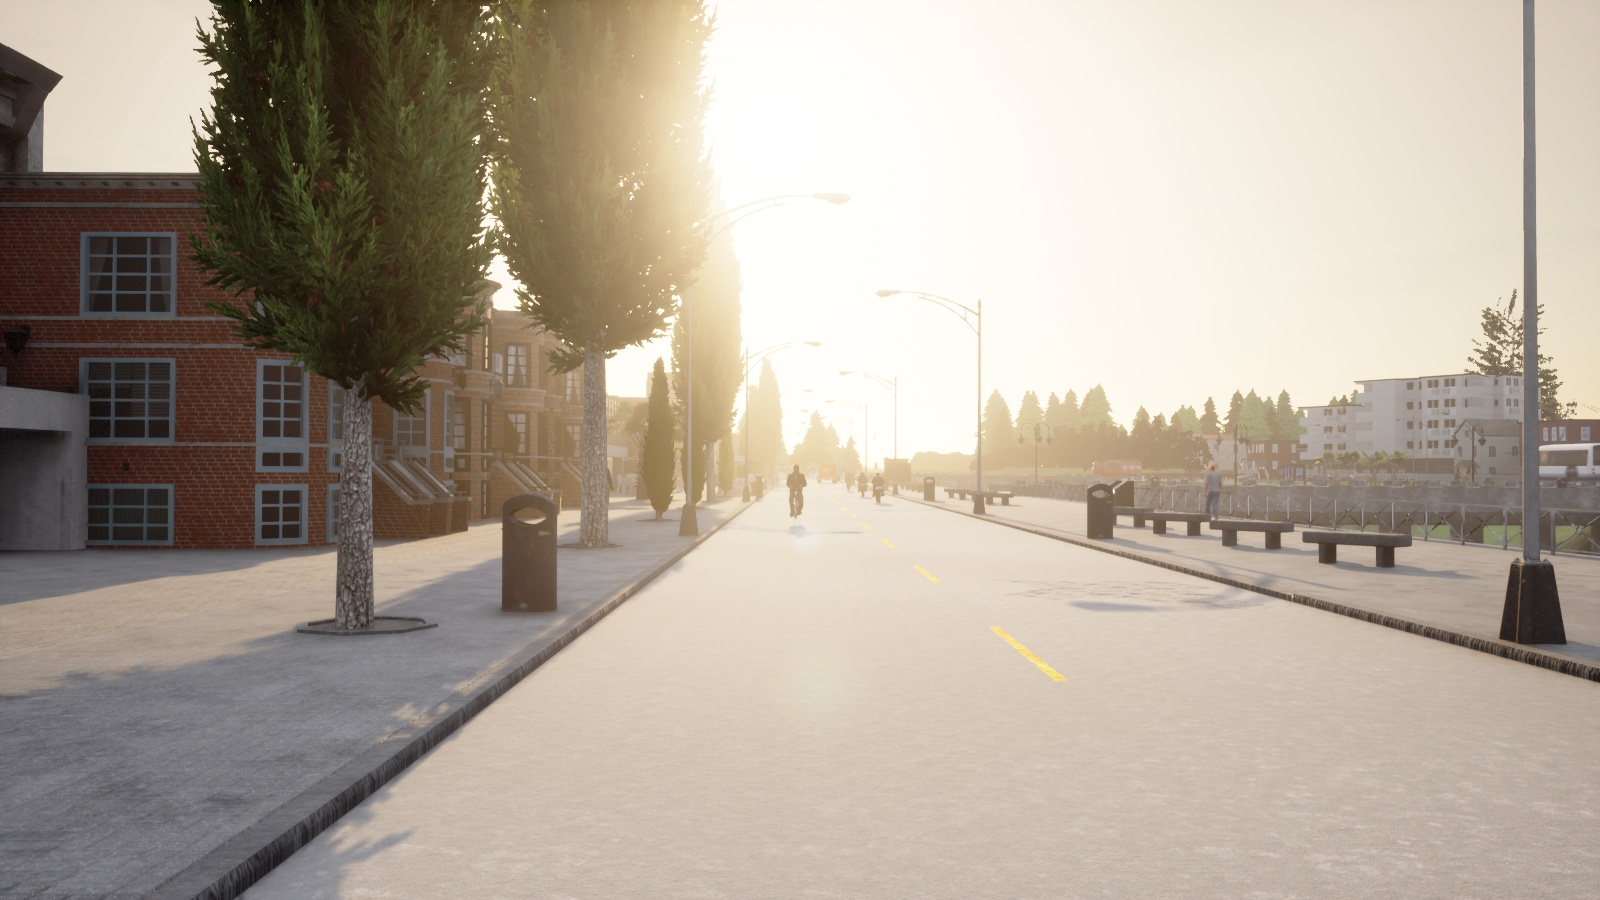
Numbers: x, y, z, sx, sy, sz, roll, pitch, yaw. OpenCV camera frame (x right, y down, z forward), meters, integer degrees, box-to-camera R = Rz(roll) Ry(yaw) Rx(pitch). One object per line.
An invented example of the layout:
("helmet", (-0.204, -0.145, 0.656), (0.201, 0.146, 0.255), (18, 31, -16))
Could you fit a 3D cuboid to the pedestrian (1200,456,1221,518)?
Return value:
("pedestrian", (12.224, 1.102, 37.378), (0.354, 1.836, 0.706), (0, -1, -2))
